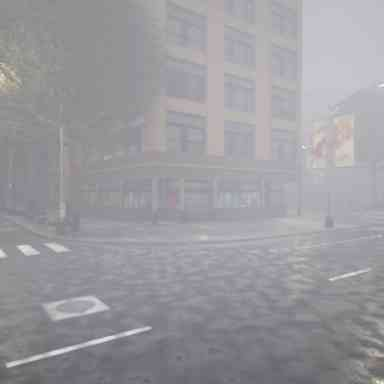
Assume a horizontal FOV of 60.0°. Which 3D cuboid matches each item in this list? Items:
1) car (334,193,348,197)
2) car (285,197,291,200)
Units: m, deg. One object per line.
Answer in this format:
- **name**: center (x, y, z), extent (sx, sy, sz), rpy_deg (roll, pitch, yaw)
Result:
- **car**: center (34.517, 1.464, 80.762), extent (2.002, 1.452, 4.674), rpy_deg (0, 0, -36)
- **car**: center (24.038, 1.549, 88.242), extent (2.161, 1.482, 4.786), rpy_deg (0, 0, -36)
